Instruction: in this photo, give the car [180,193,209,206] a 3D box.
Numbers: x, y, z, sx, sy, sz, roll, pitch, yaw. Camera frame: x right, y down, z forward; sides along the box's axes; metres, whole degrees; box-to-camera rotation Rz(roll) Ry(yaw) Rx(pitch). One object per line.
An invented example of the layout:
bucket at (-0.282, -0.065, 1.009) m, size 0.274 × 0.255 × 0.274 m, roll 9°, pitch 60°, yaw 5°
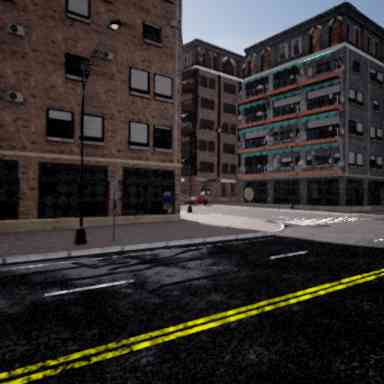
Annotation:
car at (0.599, 1.223, 46.326) m, size 1.802 × 1.307 × 4.206 m, roll 2°, pitch 0°, yaw -37°
